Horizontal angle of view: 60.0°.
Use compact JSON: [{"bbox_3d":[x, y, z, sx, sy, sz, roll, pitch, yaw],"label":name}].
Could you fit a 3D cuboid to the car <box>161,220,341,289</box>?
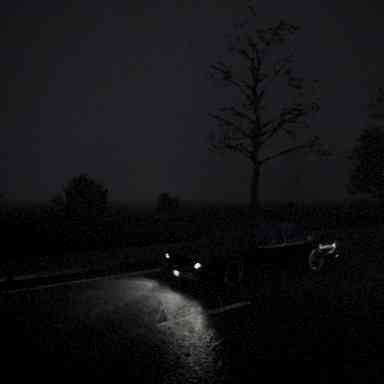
[{"bbox_3d":[1.875,1.530,9.311,5.357,1.411,2.033,0,0,-33],"label":"car"}]
